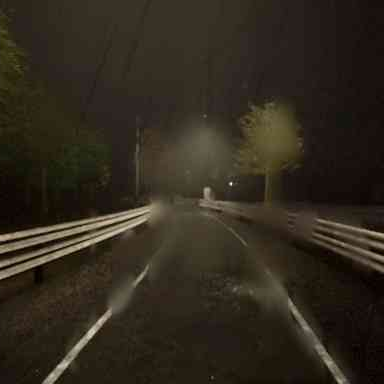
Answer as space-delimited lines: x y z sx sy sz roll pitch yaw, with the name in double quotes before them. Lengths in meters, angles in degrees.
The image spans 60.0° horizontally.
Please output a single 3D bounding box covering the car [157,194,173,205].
"car" -5.084 1.411 62.552 2.150 2.045 5.566 0 0 -17
